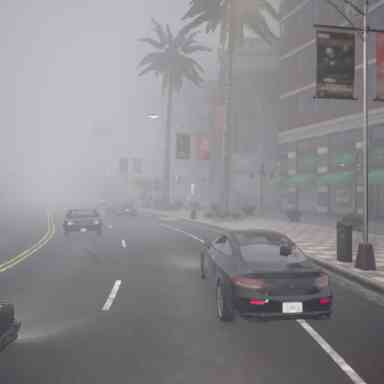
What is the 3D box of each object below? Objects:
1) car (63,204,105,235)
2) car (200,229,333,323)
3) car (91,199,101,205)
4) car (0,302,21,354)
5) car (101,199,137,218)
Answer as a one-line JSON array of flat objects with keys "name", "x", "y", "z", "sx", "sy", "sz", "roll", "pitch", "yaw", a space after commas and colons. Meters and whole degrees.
[{"name": "car", "x": -6.202, "y": 1.595, "z": 18.793, "sx": 1.895, "sy": 1.301, "sz": 4.718, "roll": 0, "pitch": 0, "yaw": -19}, {"name": "car", "x": 1.271, "y": 1.524, "z": 7.162, "sx": 1.812, "sy": 1.442, "sz": 4.674, "roll": 0, "pitch": 0, "yaw": -5}, {"name": "car", "x": -10.561, "y": 1.515, "z": 38.412, "sx": 1.812, "sy": 1.442, "sz": 4.674, "roll": 0, "pitch": 0, "yaw": -24}, {"name": "car", "x": -3.289, "y": 1.546, "z": 2.050, "sx": 2.033, "sy": 1.411, "sz": 5.357, "roll": 0, "pitch": 0, "yaw": 1}, {"name": "car", "x": -6.604, "y": 1.555, "z": 30.615, "sx": 1.994, "sy": 1.385, "sz": 4.181, "roll": 0, "pitch": 0, "yaw": -30}]
